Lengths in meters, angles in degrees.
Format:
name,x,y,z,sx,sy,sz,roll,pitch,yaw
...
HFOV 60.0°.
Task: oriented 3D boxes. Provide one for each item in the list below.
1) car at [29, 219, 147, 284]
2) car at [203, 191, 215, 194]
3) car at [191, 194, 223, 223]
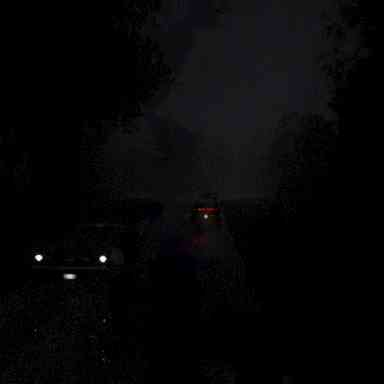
name,x,y,z,sx,sy,sz,roll,pitch,yaw
car,-2.606,1.510,9.502,1.895,1.301,4.718,1,1,2
car,2.005,0.663,39.038,2.128,1.511,4.902,0,2,4
car,0.963,1.131,22.249,1.837,1.490,4.892,0,2,3
